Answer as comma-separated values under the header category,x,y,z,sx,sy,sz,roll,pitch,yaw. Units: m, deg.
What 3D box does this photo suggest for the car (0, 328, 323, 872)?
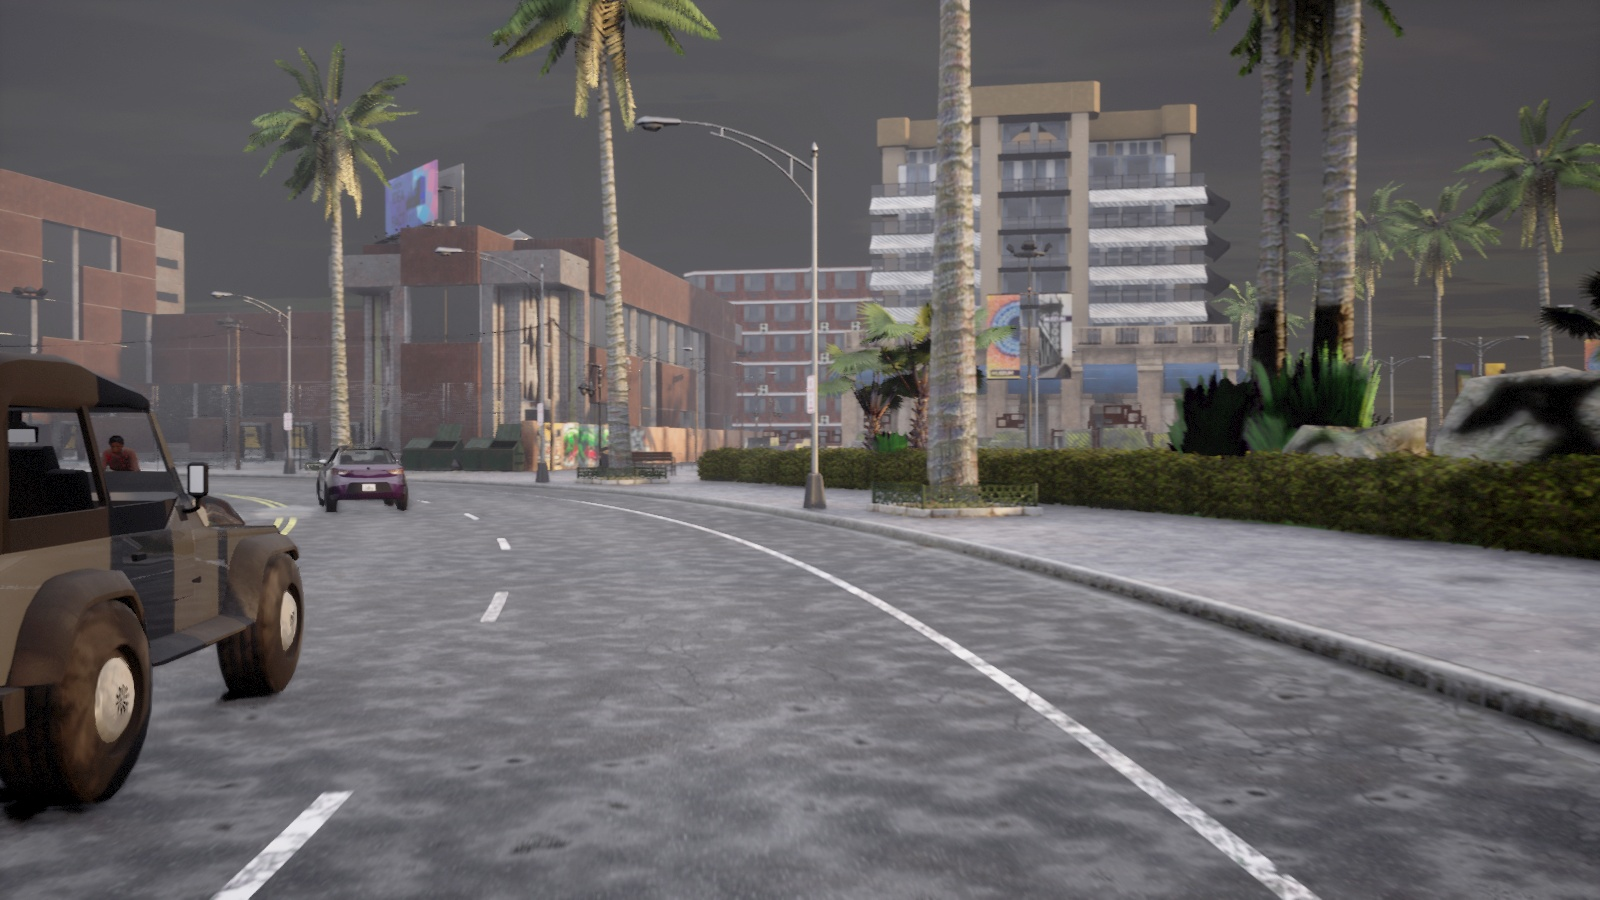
category,x,y,z,sx,sy,sz,roll,pitch,yaw
car,-3.878,0.508,6.171,1.905,1.878,3.866,0,0,-5

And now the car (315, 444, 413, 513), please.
category,x,y,z,sx,sy,sz,roll,pitch,yaw
car,-10.226,0.595,29.269,1.816,1.474,4.193,0,0,-24
